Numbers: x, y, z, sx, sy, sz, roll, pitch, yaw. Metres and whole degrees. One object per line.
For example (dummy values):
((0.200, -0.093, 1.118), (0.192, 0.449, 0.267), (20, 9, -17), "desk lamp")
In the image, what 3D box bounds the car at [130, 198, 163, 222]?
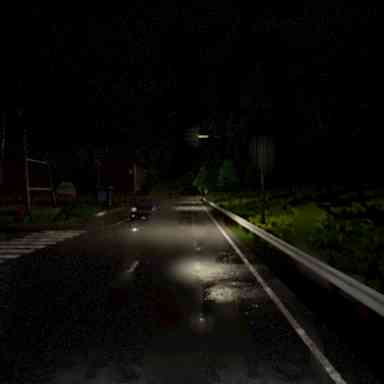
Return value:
((-3.509, 1.302, 26.334), (2.097, 1.767, 4.553), (0, 0, 0), "car")
